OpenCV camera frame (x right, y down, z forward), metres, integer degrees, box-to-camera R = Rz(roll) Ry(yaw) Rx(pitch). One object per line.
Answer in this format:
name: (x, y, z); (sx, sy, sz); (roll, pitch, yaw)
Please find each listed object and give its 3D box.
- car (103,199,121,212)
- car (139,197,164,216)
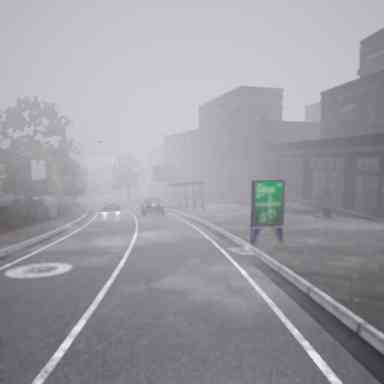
car: (-9.984, 1.594, 41.184); (1.812, 1.442, 4.674); (-2, 0, -17)
car: (-4.046, 1.297, 32.768); (2.097, 1.767, 4.553); (-2, 0, -13)
